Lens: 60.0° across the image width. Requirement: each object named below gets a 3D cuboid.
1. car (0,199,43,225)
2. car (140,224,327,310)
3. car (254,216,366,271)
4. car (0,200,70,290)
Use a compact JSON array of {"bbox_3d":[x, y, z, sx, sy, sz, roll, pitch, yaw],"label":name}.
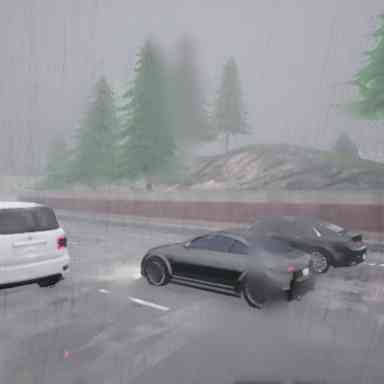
[{"bbox_3d":[-13.394,1.434,25.553,2.097,1.767,4.553,0,0,-43],"label":"car"},{"bbox_3d":[0.722,1.594,7.981,4.181,1.385,1.994,0,0,37],"label":"car"},{"bbox_3d":[2.859,1.546,10.729,4.892,1.490,1.837,0,0,37],"label":"car"},{"bbox_3d":[-5.253,1.248,8.229,5.566,2.045,2.150,0,0,39],"label":"car"}]
